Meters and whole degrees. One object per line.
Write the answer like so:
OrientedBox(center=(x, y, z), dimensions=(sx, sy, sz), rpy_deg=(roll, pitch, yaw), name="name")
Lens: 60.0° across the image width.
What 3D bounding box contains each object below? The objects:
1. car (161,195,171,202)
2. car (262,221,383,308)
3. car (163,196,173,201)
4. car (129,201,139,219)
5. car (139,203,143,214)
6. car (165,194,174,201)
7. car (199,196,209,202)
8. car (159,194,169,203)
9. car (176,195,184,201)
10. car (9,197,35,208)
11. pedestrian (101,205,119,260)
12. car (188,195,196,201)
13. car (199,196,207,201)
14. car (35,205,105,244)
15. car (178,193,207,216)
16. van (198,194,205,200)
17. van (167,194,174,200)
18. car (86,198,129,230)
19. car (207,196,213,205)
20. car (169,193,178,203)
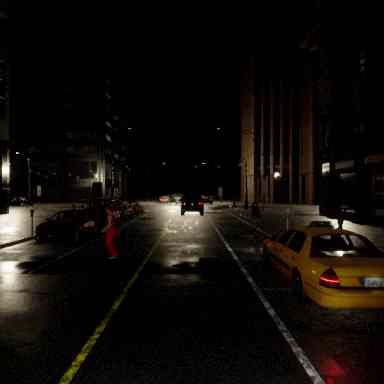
OrientedBox(center=(-5.847, 1.460, 76.182), dimensions=(1.967, 1.590, 4.097), rpy_deg=(0, 0, 0), name="car")
OrientedBox(center=(2.991, 1.456, 8.014), dimensions=(1.801, 1.575, 5.366), rpy_deg=(0, 0, 0), name="car")
OrientedBox(center=(-5.853, 1.574, 81.791), dimensions=(2.008, 1.369, 4.403), rpy_deg=(0, 0, 0), name="car")
OrientedBox(center=(-5.791, 1.528, 26.807), dimensions=(1.752, 1.417, 4.829), rpy_deg=(0, 0, 0), name="car")
OrientedBox(center=(-5.797, 1.529, 32.409), dimensions=(1.752, 1.417, 4.829), rpy_deg=(0, 0, 0), name="car")
OrientedBox(center=(-5.859, 1.342, 87.401), dimensions=(2.192, 1.841, 5.009), rpy_deg=(0, 0, 0), name="car")
OrientedBox(center=(2.678, 1.570, 76.209), dimensions=(2.008, 1.369, 4.403), rpy_deg=(0, 0, 0), name="car")
OrientedBox(center=(-5.840, 1.457, 70.572), dimensions=(1.967, 1.590, 4.097), rpy_deg=(0, 0, 0), name="car")
OrientedBox(center=(-3.098, 1.578, 86.393), dimensions=(1.994, 1.385, 4.181), rpy_deg=(0, 0, 0), name="car")
OrientedBox(center=(-25.079, 1.442, 47.395), dimensions=(4.892, 1.490, 1.837), rpy_deg=(0, 0, 0), name="car")
OrientedBox(center=(-2.684, 1.295, 11.004), dimensions=(0.375, 1.860, 0.375), rpy_deg=(0, 0, 0), name="pedestrian")
OrientedBox(center=(-0.101, 1.544, 89.639), dimensions=(2.128, 1.511, 4.902), rpy_deg=(0, 0, 0), name="car")
OrientedBox(center=(2.672, 1.589, 81.818), dimensions=(1.947, 1.339, 4.313), rpy_deg=(0, 0, 0), name="car")
OrientedBox(center=(-5.778, 1.546, 15.773), dimensions=(1.887, 1.381, 4.507), rpy_deg=(0, 0, 0), name="car")
OrientedBox(center=(0.042, 1.226, 32.882), dimensions=(2.150, 2.045, 5.566), rpy_deg=(0, 0, 0), name="car")
OrientedBox(center=(2.659, 1.372, 93.036), dimensions=(1.690, 1.788, 3.998), rpy_deg=(0, 0, 0), name="van")
OrientedBox(center=(-5.866, 1.372, 93.009), dimensions=(1.690, 1.788, 3.998), rpy_deg=(0, 0, 0), name="van")
OrientedBox(center=(-5.784, 1.317, 21.376), dimensions=(2.192, 1.841, 5.009), rpy_deg=(0, 0, 0), name="car")
OrientedBox(center=(2.697, 1.452, 59.383), dimensions=(1.967, 1.590, 4.097), rpy_deg=(0, 0, 0), name="car")
OrientedBox(center=(-3.080, 1.242, 70.555), dimensions=(2.150, 2.045, 5.566), rpy_deg=(0, 0, 0), name="car")
